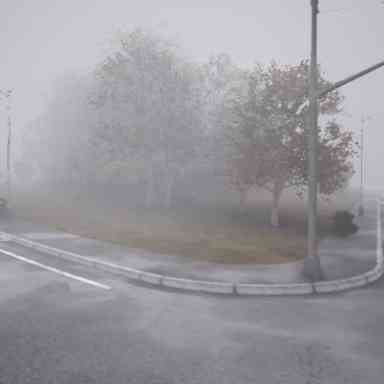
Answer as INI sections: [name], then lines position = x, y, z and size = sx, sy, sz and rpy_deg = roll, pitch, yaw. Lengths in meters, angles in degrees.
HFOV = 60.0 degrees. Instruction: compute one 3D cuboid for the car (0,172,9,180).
[car]
position = -43.261, -3.547, 76.015
size = 1.895, 1.301, 4.718
rpy_deg = 0, 4, -7
